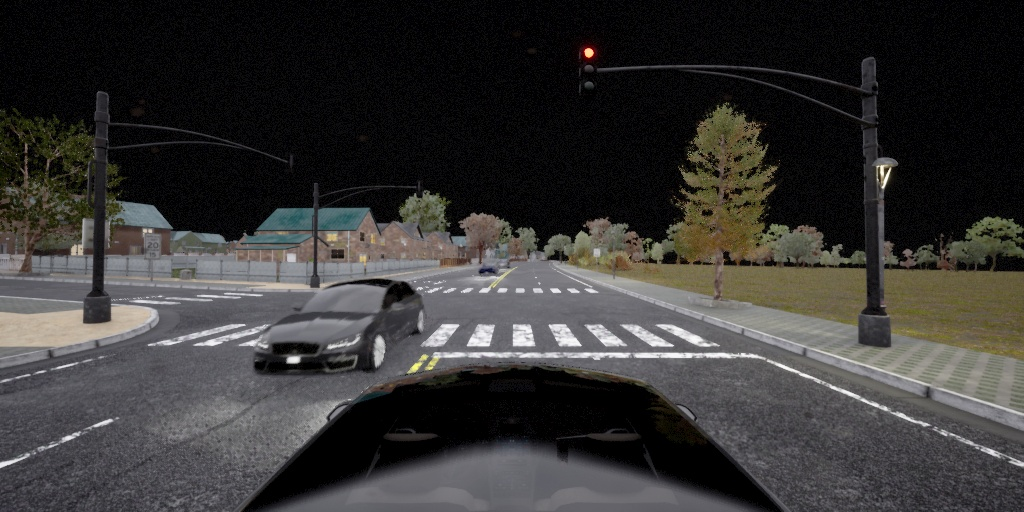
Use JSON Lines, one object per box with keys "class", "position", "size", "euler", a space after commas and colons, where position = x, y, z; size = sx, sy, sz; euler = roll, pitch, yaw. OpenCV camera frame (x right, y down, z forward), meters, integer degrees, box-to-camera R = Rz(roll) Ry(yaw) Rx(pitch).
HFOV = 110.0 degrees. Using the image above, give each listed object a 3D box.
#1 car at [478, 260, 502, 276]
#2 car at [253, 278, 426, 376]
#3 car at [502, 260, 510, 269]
{"class": "car", "position": [-2.440, 1.395, 38.166], "size": [1.895, 1.301, 4.718], "euler": [0, 0, 2]}
{"class": "car", "position": [-3.207, 1.282, 7.725], "size": [1.837, 1.490, 4.892], "euler": [0, 0, 0]}
{"class": "car", "position": [-1.362, 1.322, 58.343], "size": [2.128, 1.511, 4.902], "euler": [0, 0, 4]}
